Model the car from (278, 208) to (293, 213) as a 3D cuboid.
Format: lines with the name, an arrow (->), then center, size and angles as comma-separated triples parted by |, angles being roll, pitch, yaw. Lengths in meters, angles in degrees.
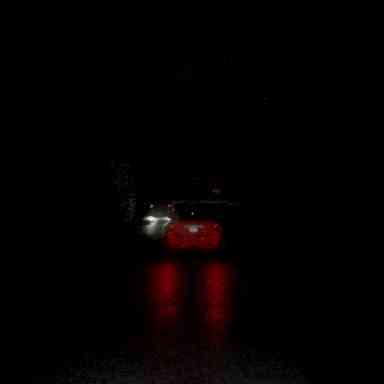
car -> 17.549, 4.157, 68.638 | 2.435, 2.045, 5.566 | 0, 0, -18

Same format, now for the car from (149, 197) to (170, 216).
car -> -2.827, 1.322, 31.759 | 2.097, 1.767, 4.553 | 0, 0, 0

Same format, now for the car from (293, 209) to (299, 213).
car -> 20.507, 4.156, 68.545 | 2.435, 2.045, 5.566 | 0, 0, -18

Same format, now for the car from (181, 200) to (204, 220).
car -> 0.061, 1.479, 28.873 | 1.837, 1.490, 4.892 | 0, 0, 0

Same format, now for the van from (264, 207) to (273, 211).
van -> 14.537, 4.183, 68.863 | 1.878, 1.987, 4.442 | 0, 0, -18

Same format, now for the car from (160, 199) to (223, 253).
car -> 0.063, 1.339, 13.697 | 2.097, 1.767, 4.553 | 0, 0, 0
